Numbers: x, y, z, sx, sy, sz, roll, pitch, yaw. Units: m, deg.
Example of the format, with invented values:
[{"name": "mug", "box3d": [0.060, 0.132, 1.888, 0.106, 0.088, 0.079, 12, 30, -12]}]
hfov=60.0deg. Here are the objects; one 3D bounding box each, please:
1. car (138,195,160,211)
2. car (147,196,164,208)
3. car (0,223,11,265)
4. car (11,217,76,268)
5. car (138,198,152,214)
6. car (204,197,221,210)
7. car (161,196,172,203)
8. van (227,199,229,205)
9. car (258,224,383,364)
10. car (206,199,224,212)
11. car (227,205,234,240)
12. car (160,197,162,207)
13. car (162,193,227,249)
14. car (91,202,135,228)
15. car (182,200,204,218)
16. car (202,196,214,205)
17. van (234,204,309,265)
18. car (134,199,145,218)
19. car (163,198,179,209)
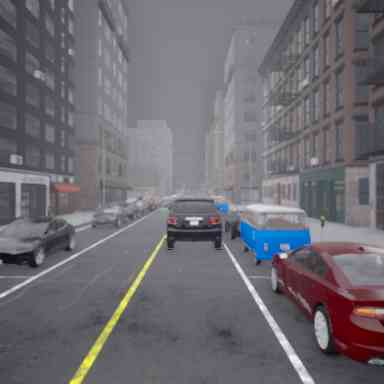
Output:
[{"name": "car", "box3d": [-5.367, 1.305, 38.397, 2.192, 1.841, 5.009, 0, 0, 0]}, {"name": "car", "box3d": [-5.362, 1.427, 49.216, 1.967, 1.590, 4.097, 0, 0, 0]}, {"name": "car", "box3d": [-5.384, 1.525, 5.770, 1.752, 1.417, 4.829, 0, 0, 0]}, {"name": "car", "box3d": [-5.381, 1.565, 11.350, 1.947, 1.339, 4.313, 0, 0, 0]}, {"name": "car", "box3d": [-5.370, 1.574, 32.988, 1.802, 1.307, 4.206, 0, 0, 0]}, {"name": "car", "box3d": [2.660, 1.428, 43.803, 1.967, 1.590, 4.097, 0, 0, 0]}, {"name": "car", "box3d": [-5.351, 1.533, 70.854, 2.008, 1.369, 4.403, 0, 0, 0]}, {"name": "van", "box3d": [2.655, 1.332, 32.984, 1.690, 1.788, 3.998, 0, 0, 0]}, {"name": "car", "box3d": [2.641, 1.544, 5.936, 1.887, 1.381, 4.507, 0, 0, 0]}, {"name": "car", "box3d": [2.658, 1.515, 38.563, 1.752, 1.417, 4.829, 0, 0, 0]}, {"name": "car", "box3d": [2.647, 1.563, 16.756, 1.947, 1.339, 4.313, 0, 0, 0]}, {"name": "car", "box3d": [-5.365, 1.429, 43.807, 1.967, 1.590, 4.097, 0, 0, 0]}, {"name": "car", "box3d": [0.094, 1.218, 14.674, 2.150, 2.045, 5.566, 0, 0, 0]}, {"name": "car", "box3d": [-5.376, 1.546, 22.169, 2.008, 1.369, 4.403, 0, 0, 0]}, {"name": "car", "box3d": [0.103, 1.496, 30.963, 1.837, 1.490, 4.892, 0, 0, 0]}, {"name": "car", "box3d": [2.780, 1.490, 58.725, 1.837, 1.490, 4.892, 0, 0, 0]}, {"name": "van", "box3d": [2.644, 1.339, 11.346, 1.690, 1.788, 3.998, 0, 0, 0]}, {"name": "car", "box3d": [-5.373, 1.559, 27.578, 1.947, 1.339, 4.313, 0, 0, 0]}, {"name": "car", "box3d": [-2.815, 1.552, 45.614, 1.994, 1.385, 4.181, 0, 0, 0]}]
